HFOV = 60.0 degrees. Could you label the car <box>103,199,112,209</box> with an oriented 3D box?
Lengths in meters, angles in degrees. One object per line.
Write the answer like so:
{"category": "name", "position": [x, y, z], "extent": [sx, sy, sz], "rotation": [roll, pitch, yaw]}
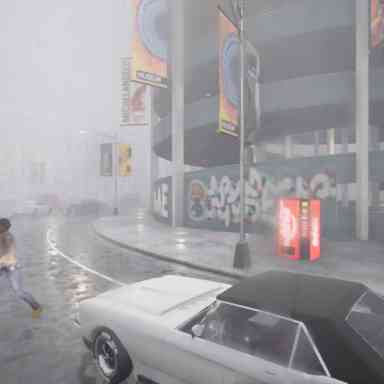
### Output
{"category": "car", "position": [-12.880, 1.547, 42.357], "extent": [2.033, 1.411, 5.357], "rotation": [0, 0, 20]}

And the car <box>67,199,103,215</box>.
{"category": "car", "position": [-11.151, 1.526, 34.214], "extent": [1.812, 1.442, 4.674], "rotation": [0, 0, 7]}

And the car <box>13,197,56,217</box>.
{"category": "car", "position": [-14.862, 1.526, 31.118], "extent": [1.812, 1.442, 4.674], "rotation": [0, 0, 1]}

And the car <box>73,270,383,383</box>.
{"category": "car", "position": [0.757, 1.601, 3.669], "extent": [4.718, 1.301, 1.895], "rotation": [0, 0, 38]}

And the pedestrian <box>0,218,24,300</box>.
{"category": "pedestrian", "position": [-3.146, 1.294, 5.629], "extent": [0.375, 1.860, 0.375], "rotation": [0, 0, -43]}

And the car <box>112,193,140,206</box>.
{"category": "car", "position": [-10.854, 1.221, 54.513], "extent": [2.150, 2.045, 5.566], "rotation": [0, 0, 31]}

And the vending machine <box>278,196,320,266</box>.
{"category": "vending machine", "position": [3.482, 1.195, 10.820], "extent": [0.880, 2.100, 1.100], "rotation": [0, 0, 45]}

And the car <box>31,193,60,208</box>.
{"category": "car", "position": [-19.890, 1.221, 43.675], "extent": [2.150, 2.045, 5.566], "rotation": [0, 0, 19]}
